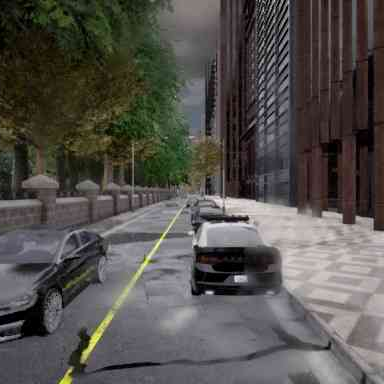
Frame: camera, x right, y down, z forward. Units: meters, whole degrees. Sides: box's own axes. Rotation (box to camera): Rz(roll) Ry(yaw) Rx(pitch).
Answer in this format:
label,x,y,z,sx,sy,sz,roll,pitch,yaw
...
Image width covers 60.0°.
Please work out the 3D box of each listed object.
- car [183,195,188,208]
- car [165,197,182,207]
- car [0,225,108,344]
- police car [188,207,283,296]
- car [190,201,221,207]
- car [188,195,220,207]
label,x,y,z,sx,sy,sz,roll,pitch,yaw
car,0.176,1.508,46.892,2.033,1.411,5.357,0,0,1
car,-2.934,1.560,48.597,1.895,1.301,4.718,0,0,0
car,-3.081,1.490,6.738,2.128,1.511,4.902,0,0,0
police car,0.927,1.423,8.810,1.930,1.638,5.238,0,0,0
car,0.960,1.494,18.700,1.837,1.490,4.892,0,0,0
car,0.981,1.334,24.670,2.097,1.767,4.553,0,0,0
